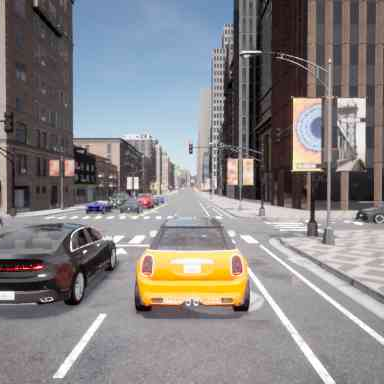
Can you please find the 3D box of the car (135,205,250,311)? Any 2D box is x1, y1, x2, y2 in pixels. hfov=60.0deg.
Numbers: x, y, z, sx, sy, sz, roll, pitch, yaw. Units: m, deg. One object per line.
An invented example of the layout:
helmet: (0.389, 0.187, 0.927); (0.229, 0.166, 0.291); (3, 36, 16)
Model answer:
car: (0.011, 1.351, 7.897); (2.097, 1.767, 4.553); (0, 0, 0)

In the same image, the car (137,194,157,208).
car: (-6.598, 1.245, 46.007); (2.150, 2.045, 5.566); (0, 0, 1)

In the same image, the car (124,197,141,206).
car: (-9.817, 1.592, 55.288); (1.994, 1.385, 4.181); (0, 0, 2)

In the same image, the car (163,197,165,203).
car: (-6.530, 1.508, 66.054); (1.882, 1.535, 5.008); (0, 0, 1)

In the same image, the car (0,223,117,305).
car: (-3.153, 1.504, 8.042); (1.837, 1.490, 4.892); (0, 0, 0)

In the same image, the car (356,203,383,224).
car: (13.987, 1.470, 23.566); (4.181, 1.385, 1.994); (0, 1, 0)

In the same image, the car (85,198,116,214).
car: (-9.849, 1.616, 35.571); (1.895, 1.301, 4.718); (0, 0, 0)

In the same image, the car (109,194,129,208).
car: (-9.842, 1.244, 45.330); (2.150, 2.045, 5.566); (0, 0, 1)

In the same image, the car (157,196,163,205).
car: (-6.583, 1.592, 55.980); (1.994, 1.385, 4.181); (0, 0, 0)

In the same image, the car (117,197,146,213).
car: (-6.600, 1.580, 36.730); (1.994, 1.385, 4.181); (0, 0, 0)

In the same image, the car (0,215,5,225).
car: (-9.896, 1.478, 14.705); (1.882, 1.535, 5.008); (2, 0, -14)
